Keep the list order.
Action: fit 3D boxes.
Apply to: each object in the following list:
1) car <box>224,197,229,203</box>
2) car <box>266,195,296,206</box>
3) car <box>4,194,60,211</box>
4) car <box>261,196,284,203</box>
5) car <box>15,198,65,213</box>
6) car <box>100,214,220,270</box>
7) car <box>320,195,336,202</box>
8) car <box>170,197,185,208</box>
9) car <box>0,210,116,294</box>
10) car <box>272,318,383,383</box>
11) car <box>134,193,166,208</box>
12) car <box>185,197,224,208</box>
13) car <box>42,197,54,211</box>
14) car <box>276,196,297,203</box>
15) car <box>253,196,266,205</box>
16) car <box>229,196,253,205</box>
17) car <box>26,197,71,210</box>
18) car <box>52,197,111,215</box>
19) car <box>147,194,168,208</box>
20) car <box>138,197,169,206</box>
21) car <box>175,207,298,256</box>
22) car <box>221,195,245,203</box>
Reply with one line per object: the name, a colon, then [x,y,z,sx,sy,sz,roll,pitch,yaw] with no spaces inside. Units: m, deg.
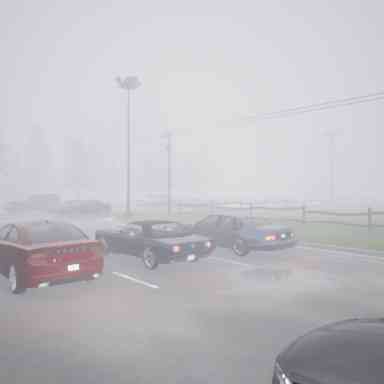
car: [5.387,1.601,59.909,4.718,1.301,1.895,0,0,-42]
car: [14.807,1.491,54.250,4.902,1.511,2.128,0,0,-42]
car: [-16.406,1.221,34.735,2.150,2.045,5.566,0,0,43]
car: [17.090,1.534,70.229,5.357,1.411,2.033,0,0,-42]
car: [-17.565,1.478,38.589,1.882,1.535,5.008,0,0,44]
car: [-1.501,1.601,11.235,1.895,1.301,4.718,0,0,-42]
car: [26.614,1.339,64.654,4.553,1.767,2.097,0,0,-42]
car: [-0.515,1.526,45.263,4.674,1.442,1.812,0,0,-42]
car: [-4.208,1.478,9.007,1.882,1.535,5.008,0,0,-42]
car: [2.662,1.492,1.539,2.128,1.511,4.902,0,0,-42]
car: [-5.925,1.221,49.835,5.566,2.045,2.150,0,0,-42]
car: [1.612,1.564,42.488,4.181,1.385,1.994,0,0,-42]
car: [-12.226,1.505,34.050,1.837,1.490,4.892,0,0,44]
car: [19.112,1.591,67.343,4.718,1.301,1.895,0,0,-42]
car: [13.164,1.352,57.463,4.553,1.767,2.097,0,0,-42]
car: [9.655,1.547,59.025,5.357,1.411,2.033,0,0,-41]
car: [-18.383,1.478,42.782,1.882,1.535,5.008,0,0,44]
car: [-10.063,1.478,31.256,1.882,1.535,5.008,0,0,44]
car: [-3.463,1.478,47.339,5.008,1.535,1.882,0,0,-42]
car: [-6.229,1.506,54.255,4.892,1.490,1.837,1,0,-42]
car: [1.425,1.547,13.215,2.033,1.411,5.357,0,0,-42]
car: [8.352,1.477,67.154,5.008,1.535,1.882,0,0,-41]
